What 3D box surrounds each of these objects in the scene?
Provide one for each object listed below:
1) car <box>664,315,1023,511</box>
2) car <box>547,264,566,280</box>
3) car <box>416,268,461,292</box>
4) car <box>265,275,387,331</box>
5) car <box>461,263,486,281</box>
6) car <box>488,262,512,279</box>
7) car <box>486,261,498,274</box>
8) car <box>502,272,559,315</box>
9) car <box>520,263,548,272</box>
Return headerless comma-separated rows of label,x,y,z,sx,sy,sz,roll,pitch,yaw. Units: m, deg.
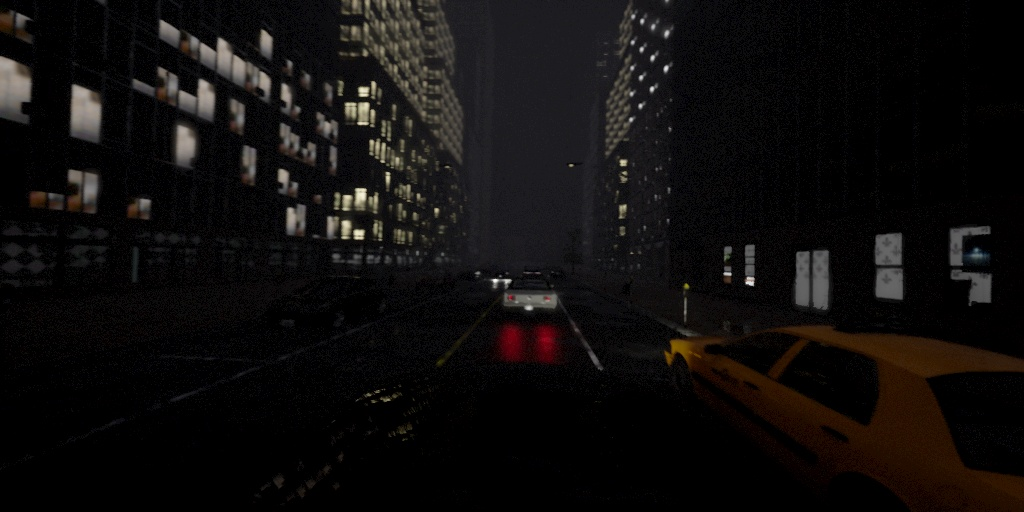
car,3.114,1.307,3.374,1.801,1.575,5.366,1,-1,3
car,4.771,1.838,38.736,1.948,1.339,4.313,0,0,3
car,-4.621,1.431,22.211,1.802,1.307,4.207,0,0,3
car,-5.307,1.275,10.849,1.948,1.339,4.313,0,0,3
car,-3.935,1.538,33.575,2.007,1.370,4.403,0,0,3
car,-0.975,1.665,38.492,2.033,1.411,5.357,1,-1,4
car,-3.248,1.670,44.938,1.888,1.381,4.507,0,0,3
car,0.726,1.509,14.462,1.895,1.301,4.718,1,-1,3
car,1.736,1.603,31.128,2.128,1.511,4.902,1,-1,3
